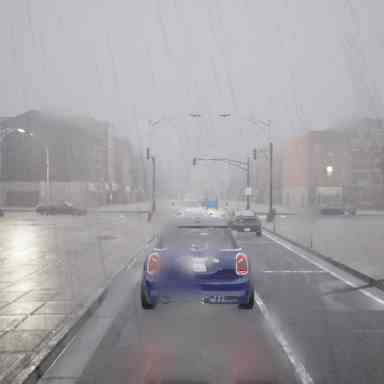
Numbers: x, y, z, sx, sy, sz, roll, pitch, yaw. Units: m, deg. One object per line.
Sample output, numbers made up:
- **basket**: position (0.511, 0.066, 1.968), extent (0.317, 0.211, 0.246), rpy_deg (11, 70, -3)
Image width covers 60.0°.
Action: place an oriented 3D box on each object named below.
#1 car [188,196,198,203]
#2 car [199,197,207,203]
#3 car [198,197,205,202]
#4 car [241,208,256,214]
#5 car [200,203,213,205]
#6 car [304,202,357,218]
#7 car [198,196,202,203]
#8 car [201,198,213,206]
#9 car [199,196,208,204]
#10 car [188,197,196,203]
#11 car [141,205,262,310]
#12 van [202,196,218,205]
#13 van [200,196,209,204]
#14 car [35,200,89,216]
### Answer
- **car**: position (0.055, 1.967, 75.912), extent (1.895, 1.301, 4.718), rpy_deg (0, -1, 0)
- **car**: position (2.676, 1.979, 82.062), extent (1.887, 1.381, 4.507), rpy_deg (-1, -1, 0)
- **car**: position (2.683, 2.134, 92.642), extent (1.802, 1.307, 4.206), rpy_deg (-2, -1, 0)
- **car**: position (2.638, 1.571, 18.073), extent (2.008, 1.369, 4.403), rpy_deg (-1, 0, 0)
- **car**: position (0.141, 1.545, 17.820), extent (1.812, 1.442, 4.674), rpy_deg (0, 0, 1)
- **car**: position (13.696, 1.721, 33.019), extent (4.902, 1.511, 2.128), rpy_deg (1, 1, 0)
- **car**: position (2.655, 1.514, 55.614), extent (2.192, 1.841, 5.009), rpy_deg (-1, 0, 0)
- **car**: position (2.663, 1.790, 60.901), extent (2.008, 1.369, 4.403), rpy_deg (-1, -1, 0)
- **car**: position (2.670, 1.820, 76.773), extent (1.967, 1.590, 4.097), rpy_deg (-1, -1, 0)
- **car**: position (0.060, 2.000, 85.879), extent (2.128, 1.511, 4.902), rpy_deg (0, -1, 0)
- **car**: position (0.103, 1.355, 8.000), extent (2.097, 1.767, 4.553), rpy_deg (0, 0, 0)
- **van**: position (2.649, 1.472, 45.032), extent (1.690, 1.788, 3.998), rpy_deg (-1, 0, 0)
- **van**: position (2.665, 1.671, 71.484), extent (1.690, 1.788, 3.998), rpy_deg (-1, -1, 0)
- **car**: position (-11.698, 1.457, 30.135), extent (4.674, 1.442, 1.812), rpy_deg (1, 1, 2)
